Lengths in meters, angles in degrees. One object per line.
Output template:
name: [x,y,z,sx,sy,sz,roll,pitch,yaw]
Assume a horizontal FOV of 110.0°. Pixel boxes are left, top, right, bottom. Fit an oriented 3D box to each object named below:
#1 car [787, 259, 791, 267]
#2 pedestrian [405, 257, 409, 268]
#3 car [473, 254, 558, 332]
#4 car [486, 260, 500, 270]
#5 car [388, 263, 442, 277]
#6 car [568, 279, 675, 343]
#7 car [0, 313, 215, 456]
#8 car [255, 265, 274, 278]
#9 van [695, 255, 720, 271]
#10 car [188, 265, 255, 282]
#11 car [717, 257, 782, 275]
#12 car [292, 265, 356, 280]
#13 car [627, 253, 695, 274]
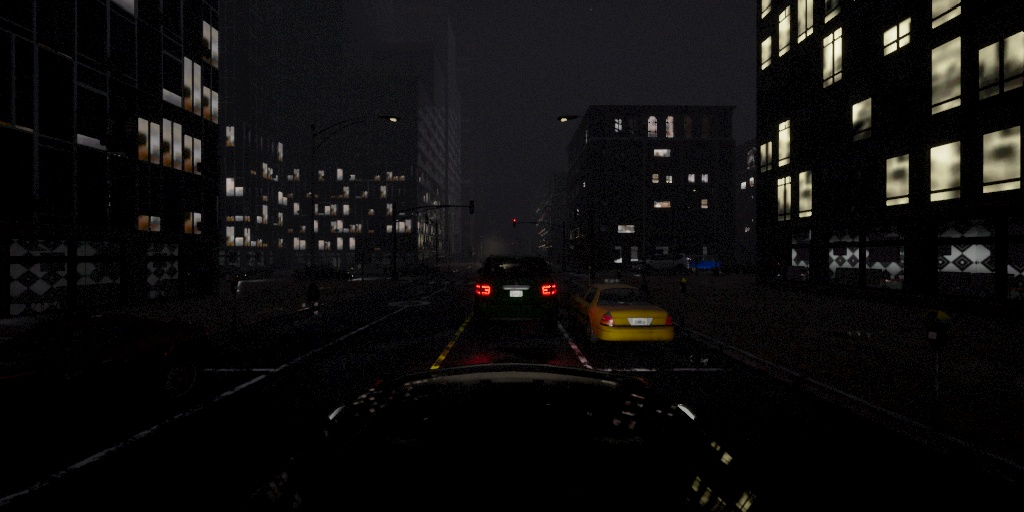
car: [28.641,0.866,34.431,4.902,1.511,2.128,-1,0,-1]
pedestrian: [-12.390,1.020,42.297,0.375,1.860,0.375,0,1,-1]
car: [0.090,0.971,11.028,2.150,2.045,5.566,0,0,0]
car: [-2.900,1.299,55.685,2.033,1.411,5.357,0,0,0]
car: [-9.874,1.405,36.811,5.357,1.411,2.033,-1,0,-12]
car: [2.558,1.275,9.475,1.751,1.417,4.829,0,0,0]
car: [-5.317,1.332,3.738,1.802,1.307,4.207,0,0,0]
car: [-28.439,1.648,39.096,4.403,1.370,2.007,0,0,-1]
van: [20.941,0.799,39.758,3.998,1.789,1.690,0,0,-1]
car: [-27.536,1.602,33.726,4.892,1.490,1.837,-1,0,-1]
car: [21.057,1.019,31.878,4.507,1.381,1.888,0,0,-1]
car: [-17.721,1.514,33.861,5.357,1.411,2.033,-1,0,-1]
car: [15.398,0.755,37.228,5.566,2.045,2.150,-1,0,-1]
